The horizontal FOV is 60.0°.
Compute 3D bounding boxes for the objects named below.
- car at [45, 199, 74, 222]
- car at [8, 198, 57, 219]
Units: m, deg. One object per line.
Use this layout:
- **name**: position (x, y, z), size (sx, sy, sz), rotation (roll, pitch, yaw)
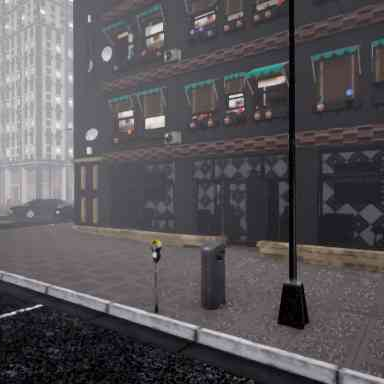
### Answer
- **car**: position (-7.317, 1.279, 22.792), size (1.947, 1.339, 4.313), rotation (1, 1, 35)
- **car**: position (-11.882, 1.239, 26.388), size (1.837, 1.490, 4.892), rotation (0, 1, 35)
